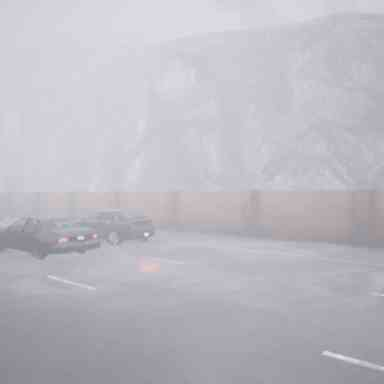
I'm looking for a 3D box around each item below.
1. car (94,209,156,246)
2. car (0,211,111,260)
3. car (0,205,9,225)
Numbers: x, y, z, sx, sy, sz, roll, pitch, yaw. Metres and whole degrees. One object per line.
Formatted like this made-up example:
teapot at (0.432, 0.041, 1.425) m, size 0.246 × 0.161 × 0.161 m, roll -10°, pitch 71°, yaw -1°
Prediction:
car at (-3.889, 1.583, 15.749) m, size 4.892 × 1.490 × 1.837 m, roll 0°, pitch 0°, yaw 37°
car at (-5.765, 1.618, 12.779) m, size 5.357 × 1.411 × 2.033 m, roll 0°, pitch 0°, yaw 37°
car at (-16.090, 1.696, 24.995) m, size 5.357 × 1.411 × 2.033 m, roll 0°, pitch 0°, yaw 37°
